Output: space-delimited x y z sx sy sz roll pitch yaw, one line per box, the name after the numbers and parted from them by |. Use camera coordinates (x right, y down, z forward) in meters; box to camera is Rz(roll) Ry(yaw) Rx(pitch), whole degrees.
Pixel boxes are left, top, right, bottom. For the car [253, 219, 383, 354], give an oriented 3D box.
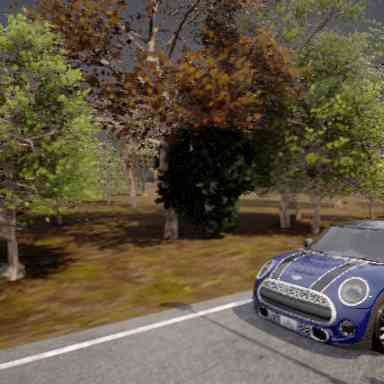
3.285 1.339 6.215 4.553 1.767 2.097 0 0 -34 | car
